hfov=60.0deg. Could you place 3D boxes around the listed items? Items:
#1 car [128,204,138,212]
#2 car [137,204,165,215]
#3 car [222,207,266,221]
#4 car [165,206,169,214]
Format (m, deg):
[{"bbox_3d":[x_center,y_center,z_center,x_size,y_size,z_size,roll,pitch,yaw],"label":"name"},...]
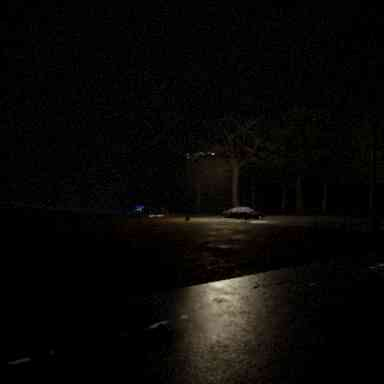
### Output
[{"bbox_3d":[-11.776,3.301,69.498,1.882,1.535,5.008,0,-2,-33],"label":"car"},{"bbox_3d":[-6.852,3.050,55.492,1.837,1.490,4.892,0,-2,-33],"label":"car"},{"bbox_3d":[5.544,2.355,36.462,2.033,1.411,5.357,0,-2,-33],"label":"car"},{"bbox_3d":[-6.067,3.181,60.773,2.128,1.511,4.902,0,-2,-33],"label":"car"}]
